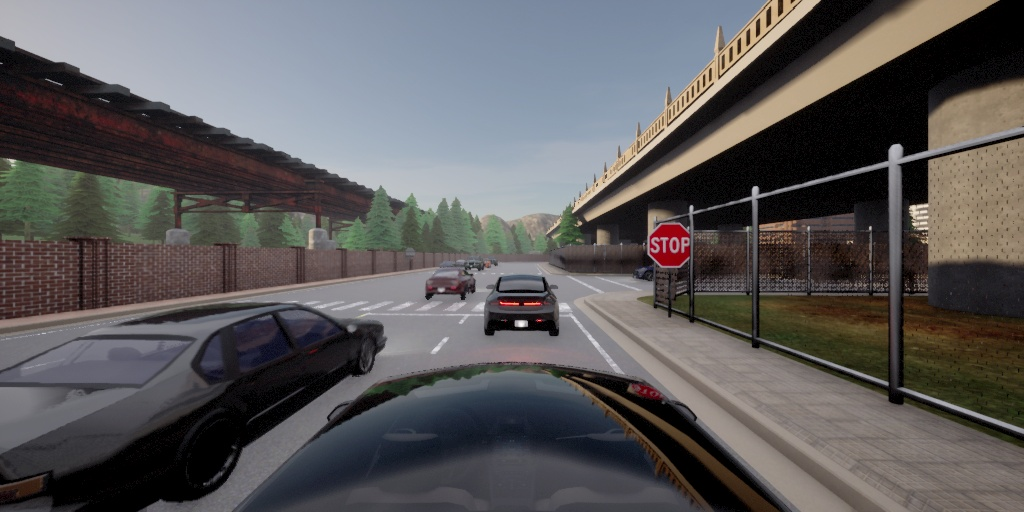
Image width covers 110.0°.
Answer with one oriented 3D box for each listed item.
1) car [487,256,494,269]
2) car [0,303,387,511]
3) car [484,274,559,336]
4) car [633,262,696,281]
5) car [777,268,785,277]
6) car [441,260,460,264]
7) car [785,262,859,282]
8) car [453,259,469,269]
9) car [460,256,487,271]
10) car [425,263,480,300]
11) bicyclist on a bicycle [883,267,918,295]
[{"bbox_3d":[-4.673,1.102,58.421,2.097,1.767,4.553,0,0,3],"label":"car"},{"bbox_3d":[-3.354,1.297,4.367,2.033,1.411,5.357,0,0,2],"label":"car"},{"bbox_3d":[0.291,1.255,10.381,1.837,1.490,4.892,0,0,2],"label":"car"},{"bbox_3d":[12.166,1.102,28.868,4.553,1.767,2.097,0,0,2],"label":"car"},{"bbox_3d":[26.391,1.253,31.876,4.892,1.490,1.837,-1,0,2],"label":"car"},{"bbox_3d":[-8.609,1.297,48.759,2.033,1.411,5.357,0,0,3],"label":"car"},{"bbox_3d":[24.749,1.312,28.432,4.181,1.385,1.994,0,0,2],"label":"car"},{"bbox_3d":[-8.196,1.276,57.919,1.812,1.442,4.674,0,0,3],"label":"car"},{"bbox_3d":[-5.107,0.971,48.782,2.150,2.045,5.566,0,0,3],"label":"car"},{"bbox_3d":[-2.940,1.276,17.703,1.812,1.442,4.674,0,0,2],"label":"car"},{"bbox_3d":[19.085,1.051,17.639,0.582,1.620,1.656,0,0,2],"label":"bicyclist on a bicycle"}]
